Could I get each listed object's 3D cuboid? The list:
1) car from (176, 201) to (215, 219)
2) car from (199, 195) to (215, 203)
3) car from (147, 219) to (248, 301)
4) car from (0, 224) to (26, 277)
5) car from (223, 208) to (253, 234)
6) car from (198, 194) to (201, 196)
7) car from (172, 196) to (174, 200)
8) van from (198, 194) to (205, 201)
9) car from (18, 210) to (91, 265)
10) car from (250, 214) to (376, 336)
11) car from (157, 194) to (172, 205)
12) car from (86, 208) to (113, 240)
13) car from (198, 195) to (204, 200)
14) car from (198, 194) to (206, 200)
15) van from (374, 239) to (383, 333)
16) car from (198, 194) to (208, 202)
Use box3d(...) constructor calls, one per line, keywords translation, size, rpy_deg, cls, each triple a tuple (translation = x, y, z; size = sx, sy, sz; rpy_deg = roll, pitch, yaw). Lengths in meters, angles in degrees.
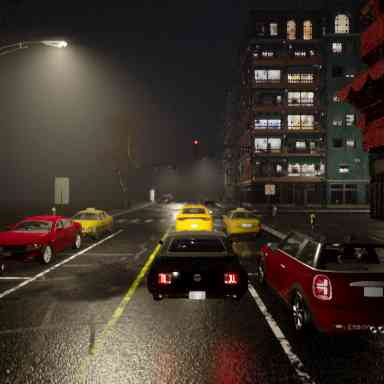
box3d(translation=(0.104, 1.482, 18.417), size=(1.882, 1.535, 5.008), rpy_deg=(0, 0, 0), cls="car")
box3d(translation=(2.579, 1.565, 50.261), size=(2.008, 1.369, 4.403), rpy_deg=(1, 0, 0), cls="car")
box3d(translation=(0.101, 1.603, 8.300), size=(1.895, 1.301, 4.718), rpy_deg=(0, 0, 0), cls="car")
box3d(translation=(-5.306, 1.552, 6.248), size=(2.008, 1.369, 4.403), rpy_deg=(1, 0, 0), cls="car")
box3d(translation=(2.576, 1.530, 17.917), size=(1.752, 1.417, 4.829), rpy_deg=(1, 0, 0), cls="car")
box3d(translation=(2.581, 1.587, 72.905), size=(1.947, 1.339, 4.313), rpy_deg=(1, 0, 0), cls="car")
box3d(translation=(-5.297, 1.334, 66.762), size=(2.192, 1.841, 5.009), rpy_deg=(1, 0, 0), cls="car")
box3d(translation=(2.585, 1.369, 89.889), size=(1.690, 1.788, 3.998), rpy_deg=(1, 0, 0), cls="van")
box3d(translation=(-5.305, 1.548, 11.785), size=(1.887, 1.381, 4.507), rpy_deg=(1, 0, 0), cls="car")
box3d(translation=(2.576, 1.442, 6.658), size=(1.967, 1.590, 4.097), rpy_deg=(1, 0, 0), cls="car")
box3d(translation=(-5.299, 1.457, 61.107), size=(1.967, 1.590, 4.097), rpy_deg=(1, 0, 0), cls="car")
box3d(translation=(-5.304, 1.529, 17.151), size=(1.752, 1.417, 4.829), rpy_deg=(1, 0, 0), cls="car")
box3d(translation=(2.584, 1.555, 95.720), size=(1.752, 1.417, 4.829), rpy_deg=(1, 0, 0), cls="car")
box3d(translation=(2.580, 1.599, 61.583), size=(1.802, 1.307, 4.206), rpy_deg=(1, 0, 0), cls="car")
box3d(translation=(2.576, 1.341, 1.112), size=(1.690, 1.788, 3.998), rpy_deg=(1, 0, 0), cls="van")
box3d(translation=(2.585, 1.338, 78.567), size=(2.192, 1.841, 5.009), rpy_deg=(1, 0, 0), cls="car")
